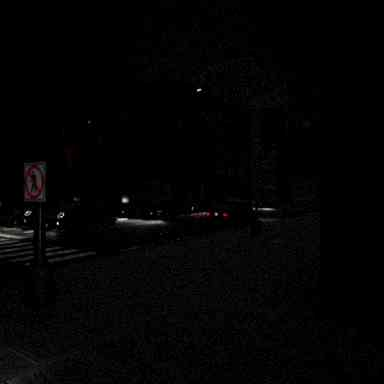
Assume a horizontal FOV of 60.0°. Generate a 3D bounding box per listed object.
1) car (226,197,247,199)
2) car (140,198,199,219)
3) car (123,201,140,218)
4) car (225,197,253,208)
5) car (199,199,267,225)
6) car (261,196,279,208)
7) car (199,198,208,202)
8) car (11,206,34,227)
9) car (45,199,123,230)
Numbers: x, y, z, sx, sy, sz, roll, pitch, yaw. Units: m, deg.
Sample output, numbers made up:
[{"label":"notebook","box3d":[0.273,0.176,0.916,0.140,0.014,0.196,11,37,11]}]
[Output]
[{"label":"car","box3d":[4.179,1.390,36.296,1.812,1.442,4.674,0,0,36]},{"label":"car","box3d":[-1.775,1.413,27.888,1.837,1.490,4.892,0,0,35]},{"label":"car","box3d":[-4.644,1.480,29.471,1.994,1.385,4.181,0,0,35]},{"label":"car","box3d":[6.448,1.399,45.078,1.994,1.385,4.181,0,0,36]},{"label":"car","box3d":[2.987,1.448,23.017,2.033,1.411,5.357,0,0,35]},{"label":"car","box3d":[10.218,1.325,44.800,1.837,1.490,4.892,0,0,34]},{"label":"car","box3d":[0.749,1.424,37.084,2.033,1.411,5.357,0,0,35]},{"label":"car","box3d":[-9.634,1.304,22.411,2.097,1.767,4.553,0,0,35]},{"label":"car","box3d":[-6.910,1.297,20.632,2.097,1.767,4.553,0,0,35]}]
